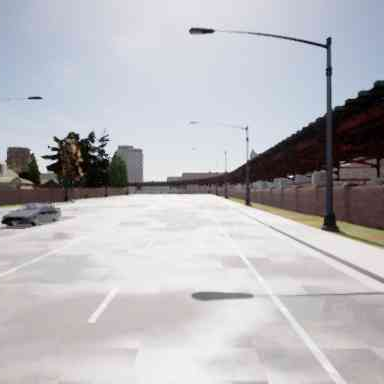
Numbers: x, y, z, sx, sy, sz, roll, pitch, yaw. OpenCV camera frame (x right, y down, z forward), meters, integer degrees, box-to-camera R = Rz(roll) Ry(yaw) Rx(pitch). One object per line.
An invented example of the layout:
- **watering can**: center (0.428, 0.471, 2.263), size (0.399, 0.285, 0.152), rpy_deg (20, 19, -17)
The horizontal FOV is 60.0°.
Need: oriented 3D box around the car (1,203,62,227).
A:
- **car**: center (-10.589, 1.446, 22.519), size (2.033, 1.411, 5.357), rpy_deg (0, 1, 0)
